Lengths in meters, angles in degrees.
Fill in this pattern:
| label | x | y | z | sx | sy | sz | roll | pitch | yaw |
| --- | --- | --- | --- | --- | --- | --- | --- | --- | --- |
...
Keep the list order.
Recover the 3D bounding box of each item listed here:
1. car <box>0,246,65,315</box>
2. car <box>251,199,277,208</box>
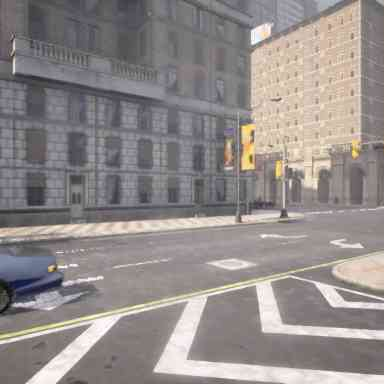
| label | x | y | z | sx | sy | sz | roll | pitch | yaw |
| --- | --- | --- | --- | --- | --- | --- | --- | --- | --- |
| car | -5.151 | 1.547 | 5.824 | 5.357 | 1.411 | 2.033 | 0 | 0 | -36 |
| car | 10.047 | 1.601 | 48.721 | 1.895 | 1.301 | 4.718 | 0 | 0 | -36 |
